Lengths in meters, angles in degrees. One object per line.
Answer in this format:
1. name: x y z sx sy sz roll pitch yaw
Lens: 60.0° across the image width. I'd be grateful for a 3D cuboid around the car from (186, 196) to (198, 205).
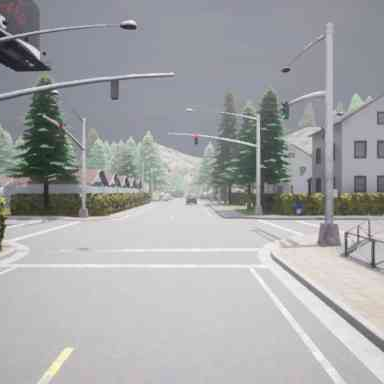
1. car: -0.081 1.498 59.182 1.837 1.490 4.892 0 0 0
